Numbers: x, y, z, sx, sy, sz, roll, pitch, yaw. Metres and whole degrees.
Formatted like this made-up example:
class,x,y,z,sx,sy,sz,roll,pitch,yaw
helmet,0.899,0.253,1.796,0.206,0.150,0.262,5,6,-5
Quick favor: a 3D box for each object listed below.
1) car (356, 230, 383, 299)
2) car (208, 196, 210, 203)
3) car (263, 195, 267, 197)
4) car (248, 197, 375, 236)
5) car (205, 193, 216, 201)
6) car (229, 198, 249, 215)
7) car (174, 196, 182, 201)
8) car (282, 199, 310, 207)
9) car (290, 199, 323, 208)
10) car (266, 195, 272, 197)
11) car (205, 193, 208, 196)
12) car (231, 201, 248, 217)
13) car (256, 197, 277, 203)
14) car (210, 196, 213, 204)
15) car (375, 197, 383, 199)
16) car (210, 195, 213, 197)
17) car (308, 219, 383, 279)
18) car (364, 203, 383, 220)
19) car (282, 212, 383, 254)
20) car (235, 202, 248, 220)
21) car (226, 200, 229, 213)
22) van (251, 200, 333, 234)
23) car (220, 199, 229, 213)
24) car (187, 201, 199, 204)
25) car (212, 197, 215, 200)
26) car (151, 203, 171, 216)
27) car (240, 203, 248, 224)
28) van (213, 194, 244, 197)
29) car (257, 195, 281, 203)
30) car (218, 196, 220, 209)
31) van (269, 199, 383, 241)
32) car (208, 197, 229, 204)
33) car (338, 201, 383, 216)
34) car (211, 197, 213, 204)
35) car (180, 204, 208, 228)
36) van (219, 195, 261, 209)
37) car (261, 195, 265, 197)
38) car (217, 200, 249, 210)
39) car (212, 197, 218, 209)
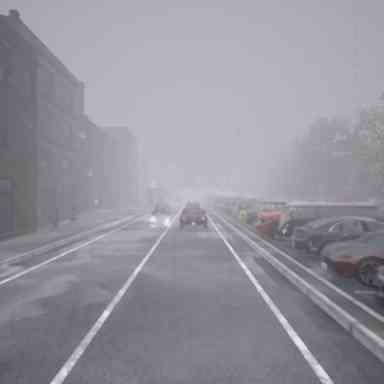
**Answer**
class,x,y,z,sx,sy,sz,roll,pitch,yaw
car,6.075,1.633,6.436,4.674,1.452,2.002,0,0,0
car,6.494,2.038,67.667,5.366,1.575,1.946,0,0,0
car,19.415,2.092,76.132,5.008,1.535,2.097,0,0,0
car,6.087,1.434,17.571,5.566,2.045,2.435,0,0,0
car,6.358,1.823,73.235,5.566,2.045,2.435,0,0,0
car,6.137,1.673,31.487,4.553,1.767,2.185,0,0,0
car,-3.307,1.712,77.708,1.837,1.490,4.892,0,0,0
car,19.369,2.050,62.084,4.674,1.452,2.002,0,0,0
car,19.352,1.976,56.514,4.892,1.521,2.231,0,0,0
car,19.370,1.807,70.440,5.566,2.045,2.435,0,0,0
car,6.425,1.943,89.955,4.553,1.767,2.185,0,0,0
car,6.164,1.778,28.701,4.892,1.521,2.231,0,0,0
car,19.469,2.088,87.288,5.008,1.535,2.097,0,0,0
car,6.293,2.010,62.102,4.892,1.521,2.231,0,0,0
car,19.231,1.569,34.236,5.566,2.045,2.435,0,0,0
car,6.267,1.900,65.011,4.553,1.767,2.185,0,0,0
car,6.054,1.645,9.219,4.792,1.488,2.163,0,0,0
car,19.255,1.801,31.450,4.892,1.521,2.231,0,0,0
car,6.087,1.640,12.003,4.892,1.521,2.231,0,0,0
car,6.333,1.751,25.918,5.366,1.575,1.946,0,0,0
car,6.182,1.860,34.268,4.674,1.452,2.002,0,0,0
van,6.009,1.483,20.354,4.442,1.987,1.878,0,0,0
car,6.172,1.891,39.834,4.792,1.488,2.163,0,0,0
car,0.113,1.847,41.729,2.128,1.511,4.902,0,0,0
car,6.249,1.956,53.752,5.008,1.535,2.097,0,0,0
car,-3.335,1.919,36.697,1.895,1.301,4.718,0,0,0
car,6.130,1.733,23.135,4.892,1.521,2.231,0,0,0
van,6.393,1.766,59.319,4.442,1.987,1.878,0,0,0
car,19.481,1.850,84.498,5.566,2.045,2.435,0,0,0
car,6.191,1.775,45.402,4.553,1.767,2.185,0,0,0
van,5.988,1.438,14.912,4.442,1.987,1.878,0,0,0
car,6.357,2.106,81.590,5.008,1.535,2.097,0,0,0
car,19.275,1.841,37.021,5.008,1.535,2.097,0,0,0
car,6.271,1.974,56.535,5.008,1.535,2.097,0,0,0
car,0.108,1.817,24.167,1.895,1.301,4.718,0,-1,0
van,6.095,1.656,42.683,4.442,1.987,1.878,0,0,0
car,19.463,1.978,78.918,4.553,1.767,2.185,0,0,0
car,6.246,1.979,50.967,4.674,1.452,2.002,0,0,0
car,6.048,1.917,48.185,5.366,1.575,1.946,0,0,0
